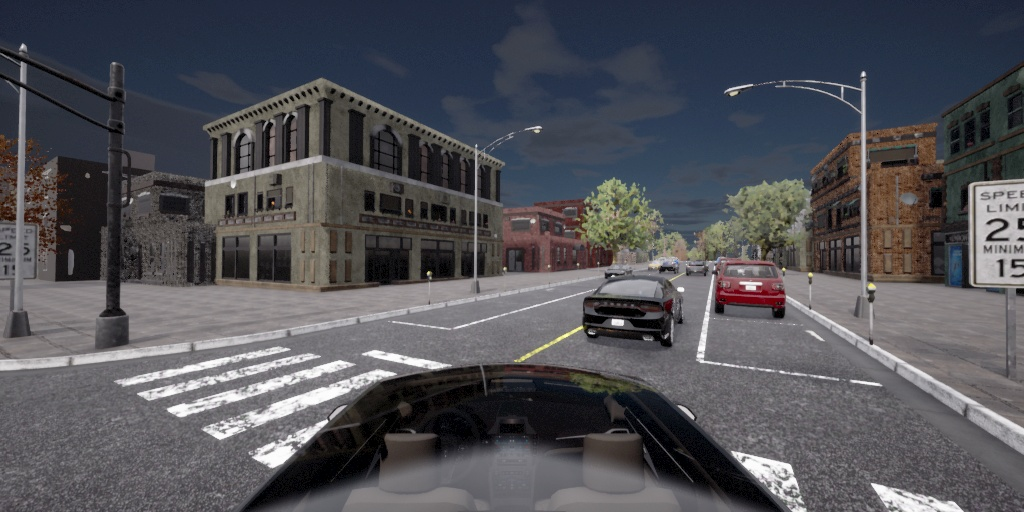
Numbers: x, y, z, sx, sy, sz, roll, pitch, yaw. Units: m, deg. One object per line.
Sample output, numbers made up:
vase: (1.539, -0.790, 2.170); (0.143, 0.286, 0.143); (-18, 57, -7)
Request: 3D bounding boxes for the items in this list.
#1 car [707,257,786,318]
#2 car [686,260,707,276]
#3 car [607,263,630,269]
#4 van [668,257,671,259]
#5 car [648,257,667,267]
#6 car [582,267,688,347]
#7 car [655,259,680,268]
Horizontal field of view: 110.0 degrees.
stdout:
car: (8.572, 1.069, 13.192); (2.192, 1.841, 5.009); (0, 0, 30)
car: (19.040, 1.252, 36.877); (2.128, 1.511, 4.902); (0, 0, 30)
car: (9.523, 1.324, 31.779); (1.948, 1.339, 4.313); (0, 0, 30)
van: (23.251, 1.101, 55.856); (1.690, 1.789, 3.998); (0, 0, 30)
car: (20.421, 1.286, 50.893); (1.751, 1.417, 4.829); (0, 0, 30)
car: (3.419, 1.230, 9.586); (1.882, 1.535, 5.008); (0, 0, 30)
car: (18.234, 1.361, 41.627); (1.895, 1.301, 4.718); (0, 0, 30)
